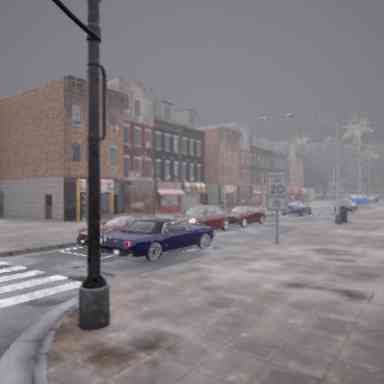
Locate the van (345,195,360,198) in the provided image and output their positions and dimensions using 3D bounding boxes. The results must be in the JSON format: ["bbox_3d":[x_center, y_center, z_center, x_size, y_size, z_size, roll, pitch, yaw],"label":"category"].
[{"bbox_3d":[25.757,1.403,54.316,1.690,1.788,3.998,0,0,35],"label":"van"}]

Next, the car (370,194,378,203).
[{"bbox_3d":[38.444,1.644,72.114,2.008,1.369,4.403,0,0,35],"label":"car"}]

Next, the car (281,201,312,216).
[{"bbox_3d":[10.324,1.573,32.856,1.812,1.442,4.674,0,0,35],"label":"car"}]

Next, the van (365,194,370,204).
[{"bbox_3d":[32.101,1.418,63.215,1.690,1.788,3.998,0,0,35],"label":"van"}]

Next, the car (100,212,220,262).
[{"bbox_3d":[-1.102,1.647,12.487,1.895,1.301,4.718,0,0,37],"label":"car"}]

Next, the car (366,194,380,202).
[{"bbox_3d":[41.615,1.419,76.564,2.192,1.841,5.009,0,0,35],"label":"car"}]

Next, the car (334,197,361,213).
[{"bbox_3d":[17.848,1.599,38.577,1.994,1.385,4.181,0,0,35],"label":"car"}]

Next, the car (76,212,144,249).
[{"bbox_3d":[-2.783,1.599,14.269,1.887,1.381,4.507,0,0,35],"label":"car"}]

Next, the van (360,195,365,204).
[{"bbox_3d":[28.929,1.411,58.766,1.690,1.788,3.998,0,0,35],"label":"van"}]

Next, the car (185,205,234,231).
[{"bbox_3d":[0.386,1.493,18.720,1.967,1.590,4.097,0,0,35],"label":"car"}]

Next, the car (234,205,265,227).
[{"bbox_3d":[3.558,1.595,23.170,1.887,1.381,4.507,0,0,35],"label":"car"}]
